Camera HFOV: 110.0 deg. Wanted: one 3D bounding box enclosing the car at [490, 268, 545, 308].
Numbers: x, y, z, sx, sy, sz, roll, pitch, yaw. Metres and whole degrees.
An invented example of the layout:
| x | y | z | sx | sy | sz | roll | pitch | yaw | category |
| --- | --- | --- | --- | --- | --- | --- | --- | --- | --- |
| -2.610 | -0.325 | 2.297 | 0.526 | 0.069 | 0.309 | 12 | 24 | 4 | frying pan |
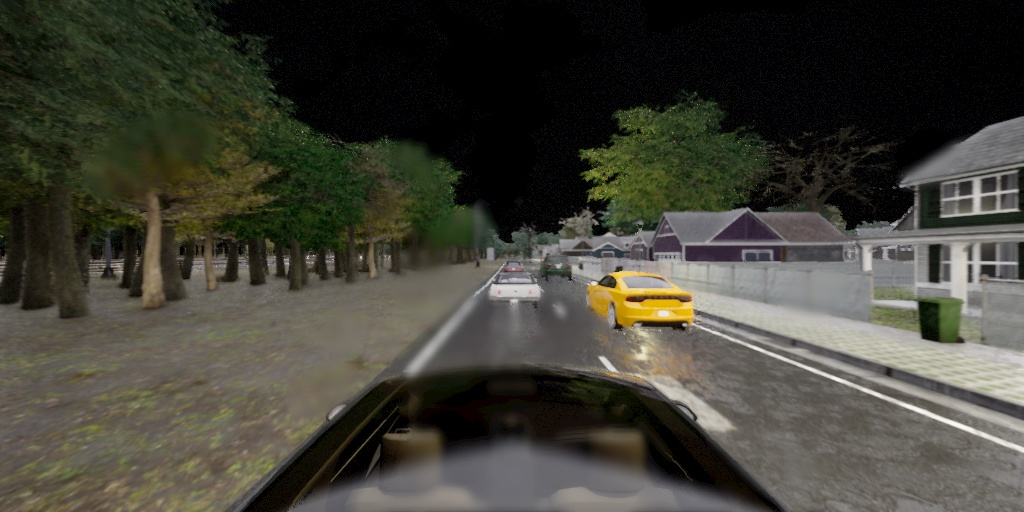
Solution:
| x | y | z | sx | sy | sz | roll | pitch | yaw | category |
| --- | --- | --- | --- | --- | --- | --- | --- | --- | --- |
| 0.125 | 1.336 | 15.073 | 1.895 | 1.301 | 4.718 | 0 | 0 | 0 | car |

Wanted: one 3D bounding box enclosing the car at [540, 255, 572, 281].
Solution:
| x | y | z | sx | sy | sz | roll | pitch | yaw | category |
| --- | --- | --- | --- | --- | --- | --- | --- | --- | --- |
| 3.654 | 0.939 | 30.171 | 2.150 | 2.045 | 5.566 | 0 | 0 | 0 | car |

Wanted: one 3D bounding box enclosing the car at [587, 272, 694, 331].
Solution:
| x | y | z | sx | sy | sz | roll | pitch | yaw | category |
| --- | --- | --- | --- | --- | --- | --- | --- | --- | --- |
| 3.616 | 1.219 | 11.019 | 1.882 | 1.535 | 5.008 | 0 | 0 | 0 | car |

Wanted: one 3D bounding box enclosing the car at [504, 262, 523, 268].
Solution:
| x | y | z | sx | sy | sz | roll | pitch | yaw | category |
| --- | --- | --- | --- | --- | --- | --- | --- | --- | --- |
| 0.168 | 1.271 | 37.802 | 1.994 | 1.385 | 4.181 | 0 | 0 | 0 | car |
